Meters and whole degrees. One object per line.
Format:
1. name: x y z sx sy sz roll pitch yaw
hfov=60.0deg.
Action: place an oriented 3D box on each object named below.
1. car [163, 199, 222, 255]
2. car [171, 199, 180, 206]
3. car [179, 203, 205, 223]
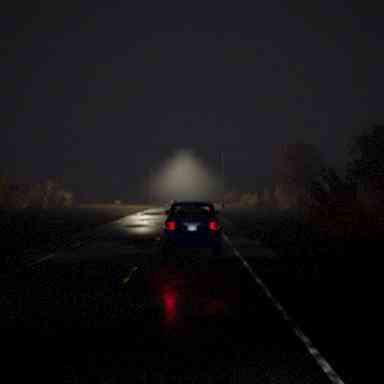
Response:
1. car: 0.009 1.351 14.011 2.150 2.045 5.566 0 0 0
2. car: -3.526 2.232 71.009 1.812 1.442 4.674 0 -1 0
3. car: 0.019 1.776 29.301 2.128 1.511 4.902 0 0 0
